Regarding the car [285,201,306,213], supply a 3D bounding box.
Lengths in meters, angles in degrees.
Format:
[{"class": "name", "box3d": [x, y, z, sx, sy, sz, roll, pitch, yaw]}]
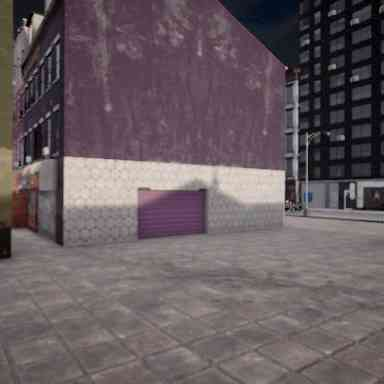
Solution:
[{"class": "car", "box3d": [9.795, 1.557, 35.071, 1.895, 1.301, 4.718, 0, 0, -35]}]
